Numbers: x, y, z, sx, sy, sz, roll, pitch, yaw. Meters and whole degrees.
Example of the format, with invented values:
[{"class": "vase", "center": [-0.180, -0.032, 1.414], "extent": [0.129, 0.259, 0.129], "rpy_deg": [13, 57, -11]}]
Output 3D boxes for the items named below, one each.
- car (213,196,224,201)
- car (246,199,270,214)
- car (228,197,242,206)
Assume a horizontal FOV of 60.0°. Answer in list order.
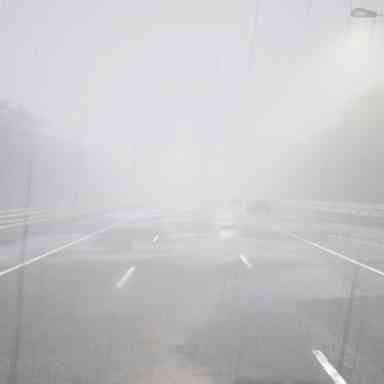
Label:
[{"class": "car", "center": [7.120, 1.669, 84.364], "extent": [1.812, 1.442, 4.674], "rpy_deg": [0, 0, 0]}, {"class": "car", "center": [7.093, 1.509, 36.002], "extent": [1.837, 1.490, 4.892], "rpy_deg": [0, 0, -1]}, {"class": "car", "center": [7.021, 1.490, 55.019], "extent": [1.882, 1.535, 5.008], "rpy_deg": [0, 0, 0]}]
